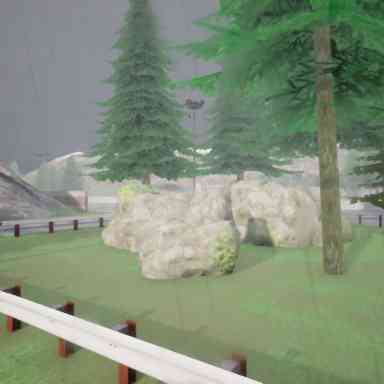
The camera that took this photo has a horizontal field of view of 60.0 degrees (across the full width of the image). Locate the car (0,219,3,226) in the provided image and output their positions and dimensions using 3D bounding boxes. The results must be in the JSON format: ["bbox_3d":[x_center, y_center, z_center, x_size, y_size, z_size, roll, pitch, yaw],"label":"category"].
[{"bbox_3d":[-11.521,1.361,15.077,5.357,1.411,2.033,0,0,2],"label":"car"}]
